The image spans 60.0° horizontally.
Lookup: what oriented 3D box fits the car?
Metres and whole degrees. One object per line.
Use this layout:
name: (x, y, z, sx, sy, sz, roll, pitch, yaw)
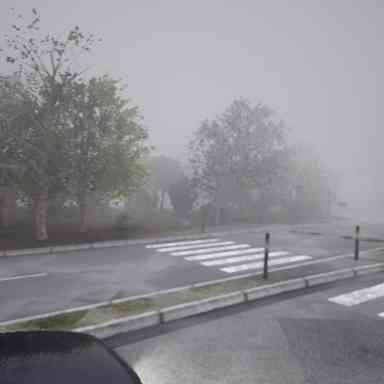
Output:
car: (-2.228, 1.564, 1.855, 4.181, 1.385, 1.994, 0, 0, -35)
